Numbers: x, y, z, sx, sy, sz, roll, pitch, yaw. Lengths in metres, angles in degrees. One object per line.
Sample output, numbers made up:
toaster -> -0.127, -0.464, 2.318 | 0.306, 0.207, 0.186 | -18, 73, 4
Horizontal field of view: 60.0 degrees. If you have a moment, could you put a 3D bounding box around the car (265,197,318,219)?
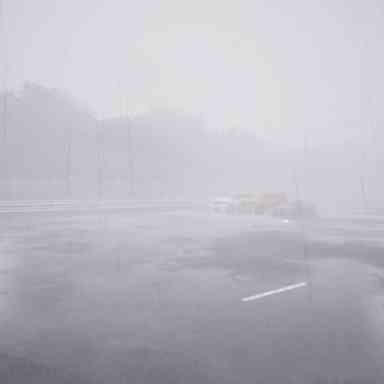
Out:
car -> 8.254, 1.367, 26.708 | 4.181, 1.385, 1.994 | 0, 1, -37

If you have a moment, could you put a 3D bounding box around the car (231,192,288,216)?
car -> 6.481, 1.002, 29.753 | 5.566, 2.045, 2.150 | 0, 1, -37

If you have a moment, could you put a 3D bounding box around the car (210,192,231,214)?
car -> 4.357, 0.978, 32.539 | 5.566, 2.045, 2.150 | 0, 1, -37
